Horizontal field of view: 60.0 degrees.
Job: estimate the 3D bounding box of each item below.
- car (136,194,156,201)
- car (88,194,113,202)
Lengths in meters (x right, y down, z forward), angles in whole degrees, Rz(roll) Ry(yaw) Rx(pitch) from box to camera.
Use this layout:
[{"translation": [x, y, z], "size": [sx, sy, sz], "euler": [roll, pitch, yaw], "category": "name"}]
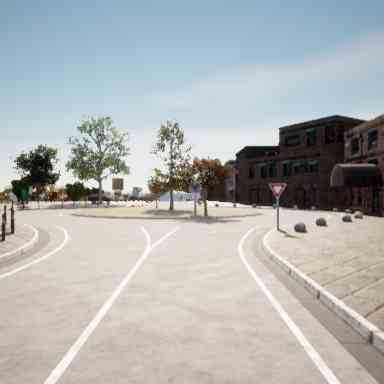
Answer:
[{"translation": [-12.170, 1.581, 85.590], "size": [4.553, 1.767, 2.185], "euler": [0, -1, -2], "category": "car"}, {"translation": [-24.446, 1.499, 87.341], "size": [5.566, 2.045, 2.435], "euler": [0, -1, -2], "category": "car"}]
